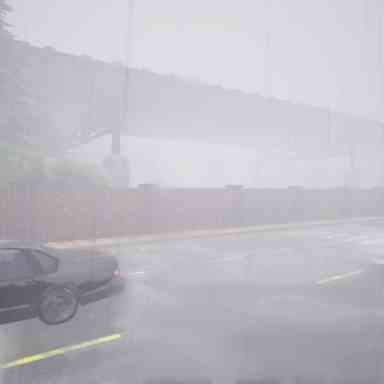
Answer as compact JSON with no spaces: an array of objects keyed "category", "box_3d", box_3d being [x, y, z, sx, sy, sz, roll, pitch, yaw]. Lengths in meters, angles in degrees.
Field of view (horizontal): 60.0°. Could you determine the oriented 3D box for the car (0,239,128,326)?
[{"category":"car","box_3d":[-3.826,1.548,5.549,5.357,1.411,2.033,0,0,-35]}]
